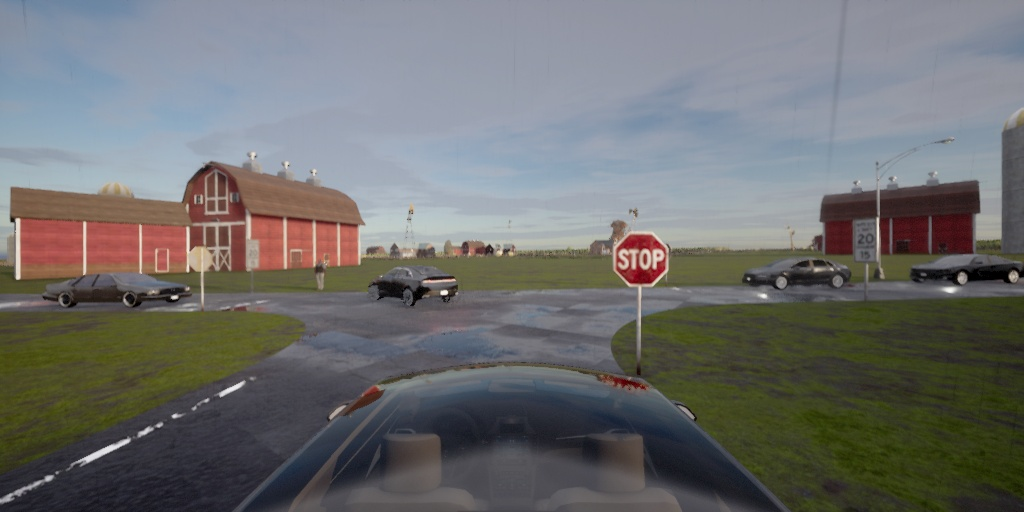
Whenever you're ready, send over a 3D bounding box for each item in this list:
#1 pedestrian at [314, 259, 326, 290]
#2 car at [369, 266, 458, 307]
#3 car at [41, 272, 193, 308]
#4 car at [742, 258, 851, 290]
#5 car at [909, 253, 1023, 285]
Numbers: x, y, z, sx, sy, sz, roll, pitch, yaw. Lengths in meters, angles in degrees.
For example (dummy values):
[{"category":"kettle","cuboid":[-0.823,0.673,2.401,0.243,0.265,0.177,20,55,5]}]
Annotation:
[{"category":"pedestrian","cuboid":[-11.208,1.052,20.927,0.375,1.860,0.375,0,1,4]},{"category":"car","cuboid":[-4.265,1.159,15.054,4.902,1.511,2.128,-1,0,45]},{"category":"car","cuboid":[-16.957,1.407,15.476,5.357,1.411,2.033,-1,0,6]},{"category":"car","cuboid":[14.176,0.848,17.993,4.892,1.490,1.837,-1,0,-4]},{"category":"car","cuboid":[23.752,0.648,18.828,5.008,1.535,1.882,-1,0,-7]}]
